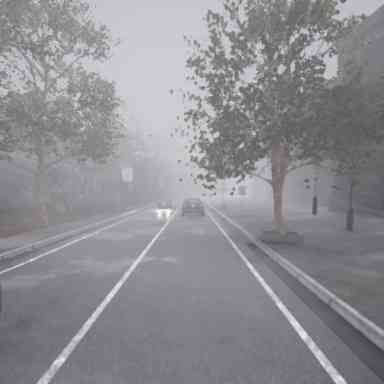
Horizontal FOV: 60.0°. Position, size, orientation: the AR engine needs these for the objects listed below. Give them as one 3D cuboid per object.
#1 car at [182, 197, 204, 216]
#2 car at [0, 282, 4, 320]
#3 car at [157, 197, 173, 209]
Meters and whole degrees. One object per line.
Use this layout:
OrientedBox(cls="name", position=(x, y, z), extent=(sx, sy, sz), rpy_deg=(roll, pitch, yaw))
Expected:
OrientedBox(cls="car", position=(0.093, 1.292, 32.344), extent=(2.097, 1.767, 4.553), rpy_deg=(0, 0, 0))
OrientedBox(cls="car", position=(-3.600, 1.487, 2.756), extent=(2.128, 1.511, 4.902), rpy_deg=(0, 0, 0))
OrientedBox(cls="car", position=(-3.590, 1.411, 44.723), extent=(2.128, 1.511, 4.902), rpy_deg=(0, 0, 0))
